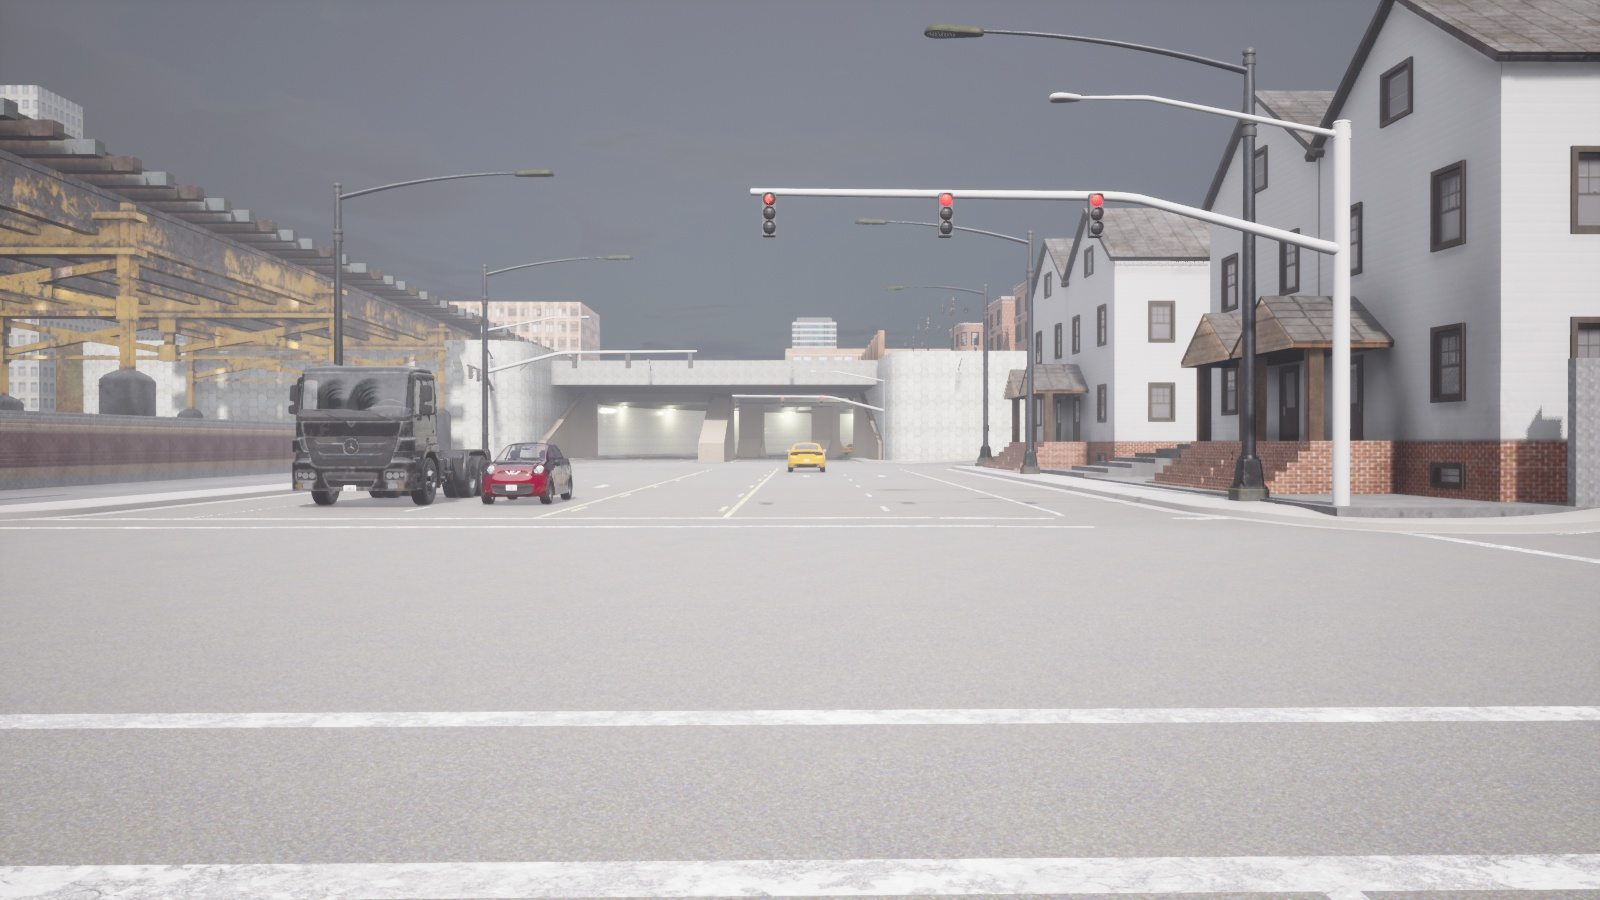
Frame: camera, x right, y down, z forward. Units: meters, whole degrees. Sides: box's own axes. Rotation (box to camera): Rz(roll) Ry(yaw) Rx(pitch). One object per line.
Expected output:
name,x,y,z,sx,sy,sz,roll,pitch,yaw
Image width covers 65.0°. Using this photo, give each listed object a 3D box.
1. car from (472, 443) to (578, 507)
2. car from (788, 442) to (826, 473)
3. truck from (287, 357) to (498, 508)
car,-6.827,0.577,31.538,1.845,1.501,3.633,0,0,0
car,0.343,0.357,65.105,1.882,1.535,5.008,0,0,0
truck,-10.319,-0.429,32.822,2.891,3.462,7.936,0,0,0
